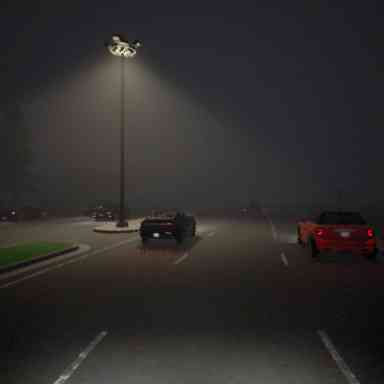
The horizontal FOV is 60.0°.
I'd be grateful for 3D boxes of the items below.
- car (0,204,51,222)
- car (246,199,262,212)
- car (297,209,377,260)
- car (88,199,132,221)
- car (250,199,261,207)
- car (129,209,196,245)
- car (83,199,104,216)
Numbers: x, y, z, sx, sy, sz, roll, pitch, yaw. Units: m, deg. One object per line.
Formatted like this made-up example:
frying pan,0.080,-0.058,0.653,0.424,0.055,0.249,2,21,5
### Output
car,-14.171,1.736,28.136,1.895,1.301,4.718,0,0,12
car,8.043,1.810,43.088,1.812,1.442,4.674,0,-1,12
car,5.502,1.447,13.190,2.097,1.767,4.553,0,0,10
car,-6.821,1.665,29.087,1.837,1.490,4.892,0,0,12
car,12.030,2.014,62.734,1.895,1.301,4.718,0,0,12
car,-1.033,1.589,16.276,2.128,1.511,4.902,0,0,11
car,-9.303,1.537,34.322,2.097,1.767,4.553,0,0,12
